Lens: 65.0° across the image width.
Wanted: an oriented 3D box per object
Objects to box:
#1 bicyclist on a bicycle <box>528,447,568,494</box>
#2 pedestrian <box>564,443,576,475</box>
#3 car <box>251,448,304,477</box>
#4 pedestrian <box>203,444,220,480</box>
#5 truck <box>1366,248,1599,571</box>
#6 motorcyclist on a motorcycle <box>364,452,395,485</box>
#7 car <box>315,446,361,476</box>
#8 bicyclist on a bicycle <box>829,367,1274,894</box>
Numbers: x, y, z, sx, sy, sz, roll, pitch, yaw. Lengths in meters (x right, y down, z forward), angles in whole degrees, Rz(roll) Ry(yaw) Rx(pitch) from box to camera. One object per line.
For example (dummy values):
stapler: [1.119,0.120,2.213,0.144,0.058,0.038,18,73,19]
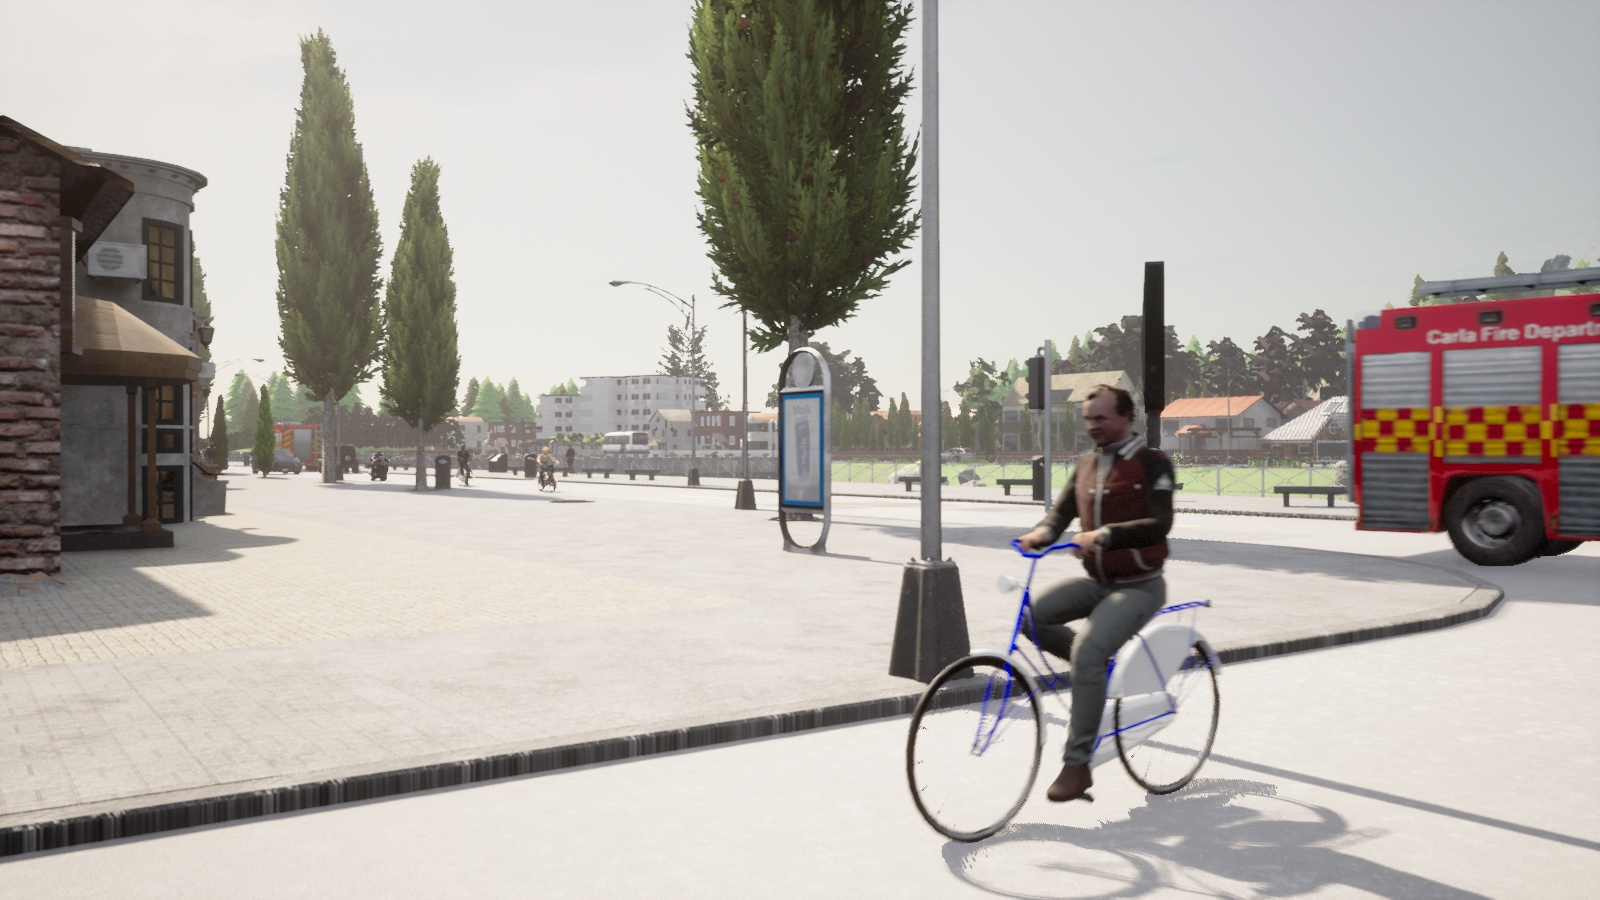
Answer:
bicyclist on a bicycle: [-8.924,0.717,44.444,0.866,1.612,1.509,0,0,-35]
pedestrian: [-13.194,0.504,72.054,0.376,1.854,0.720,0,0,-36]
car: [-32.729,0.773,78.599,2.097,1.767,4.553,0,0,-35]
pedestrian: [-30.339,0.614,64.740,0.563,1.883,0.849,0,0,-41]
truck: [11.614,-0.501,14.838,8.468,3.827,2.891,0,0,43]
motorcyclist on a motorcycle: [-20.417,0.880,60.936,0.866,1.530,2.191,0,0,-35]
car: [-30.112,0.693,81.836,1.905,1.878,3.866,0,0,-35]
bicyclist on a bicycle: [1.054,0.607,5.033,1.843,1.776,0.659,0,0,-36]
